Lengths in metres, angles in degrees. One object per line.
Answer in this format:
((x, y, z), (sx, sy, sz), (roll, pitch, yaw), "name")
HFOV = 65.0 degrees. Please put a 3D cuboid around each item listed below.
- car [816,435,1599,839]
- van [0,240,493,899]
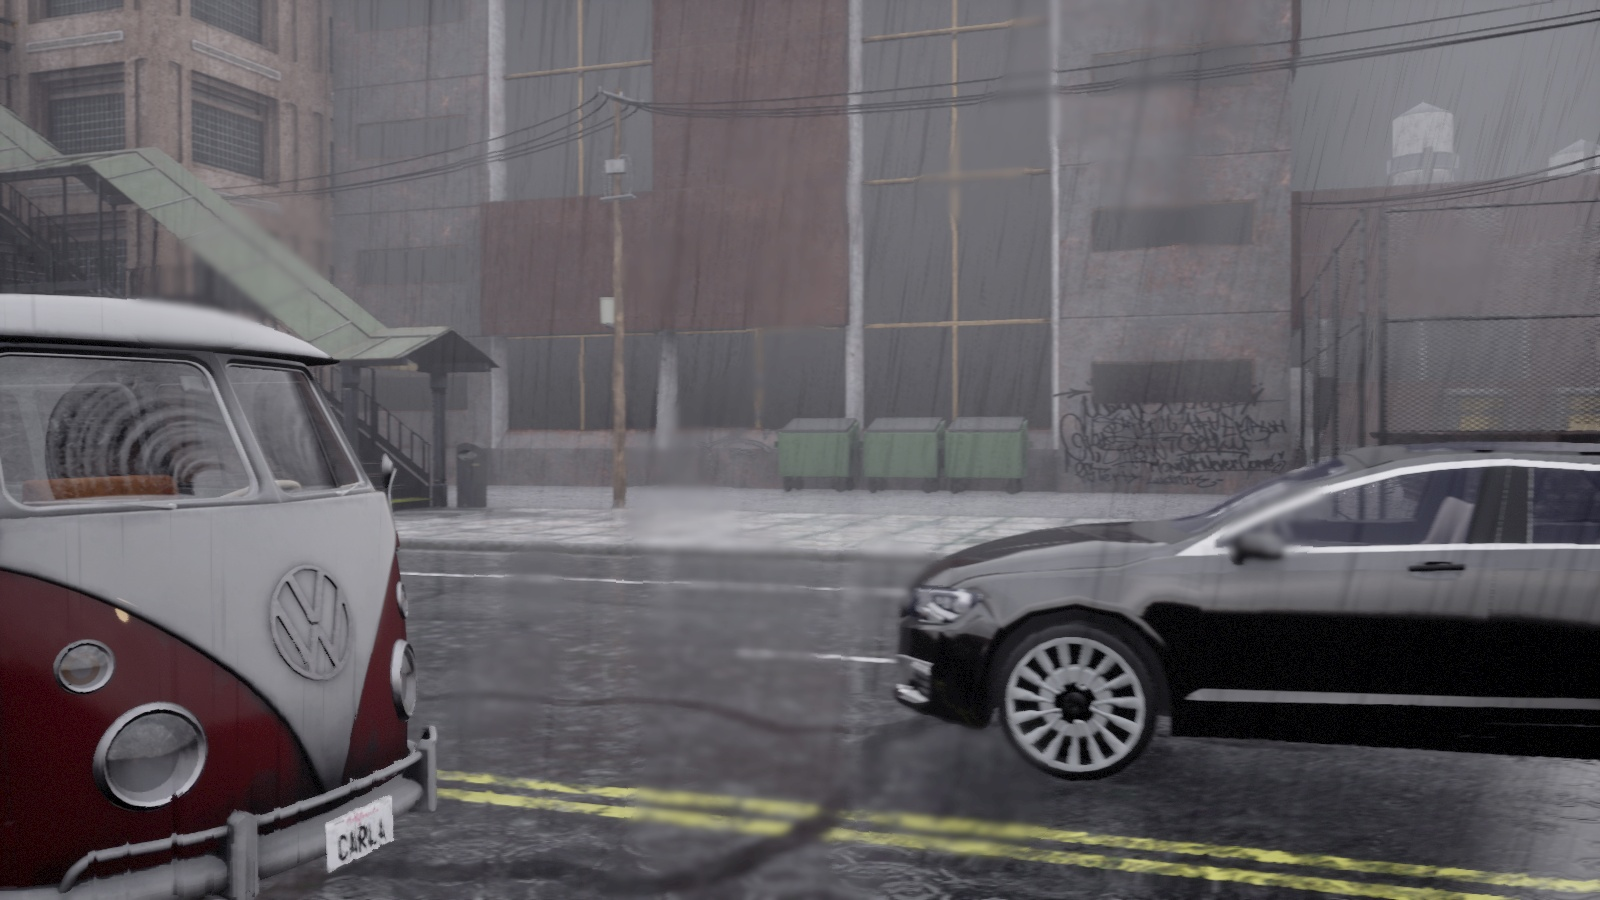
((2.741, 0.698, 5.963), (4.902, 1.511, 2.128), (1, 1, 19), "car")
((-3.488, 0.497, 4.364), (4.442, 1.987, 1.775), (0, 1, 19), "van")
